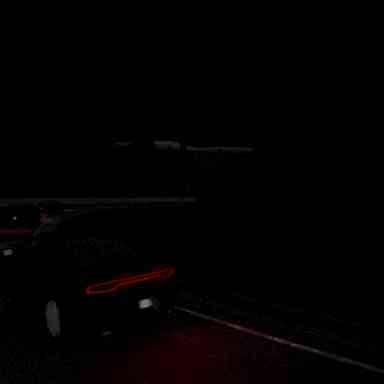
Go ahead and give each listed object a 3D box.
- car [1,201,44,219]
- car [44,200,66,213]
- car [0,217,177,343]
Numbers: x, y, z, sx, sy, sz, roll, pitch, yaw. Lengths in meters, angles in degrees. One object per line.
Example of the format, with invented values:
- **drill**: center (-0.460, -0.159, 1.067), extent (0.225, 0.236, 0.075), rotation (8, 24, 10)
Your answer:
- **car**: center (-12.190, 1.546, 23.939), extent (1.882, 1.535, 5.008), rotation (0, 0, -17)
- **car**: center (-16.808, 1.652, 39.648), extent (1.812, 1.442, 4.674), rotation (0, 0, 6)
- **car**: center (-2.447, 1.502, 6.675), extent (5.008, 1.535, 1.882), rotation (0, 0, 45)
